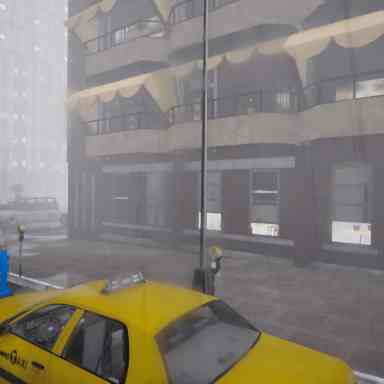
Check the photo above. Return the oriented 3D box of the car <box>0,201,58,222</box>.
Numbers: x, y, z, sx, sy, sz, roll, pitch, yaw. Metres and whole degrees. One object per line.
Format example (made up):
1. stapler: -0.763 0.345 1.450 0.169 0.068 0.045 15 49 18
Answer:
1. car: -12.528 1.653 25.370 1.895 1.301 4.718 1 0 36

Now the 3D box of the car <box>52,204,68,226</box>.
1. car: -6.951 1.686 23.209 1.887 1.381 4.507 1 0 36

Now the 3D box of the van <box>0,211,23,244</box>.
1. van: -5.317 1.339 6.663 3.998 1.788 1.690 0 1 36

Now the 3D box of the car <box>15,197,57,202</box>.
1. car: -13.735 1.339 28.124 2.192 1.841 5.009 1 0 36

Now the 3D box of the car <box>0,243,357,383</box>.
1. car: -0.897 1.525 3.506 4.829 1.417 1.752 0 1 36
